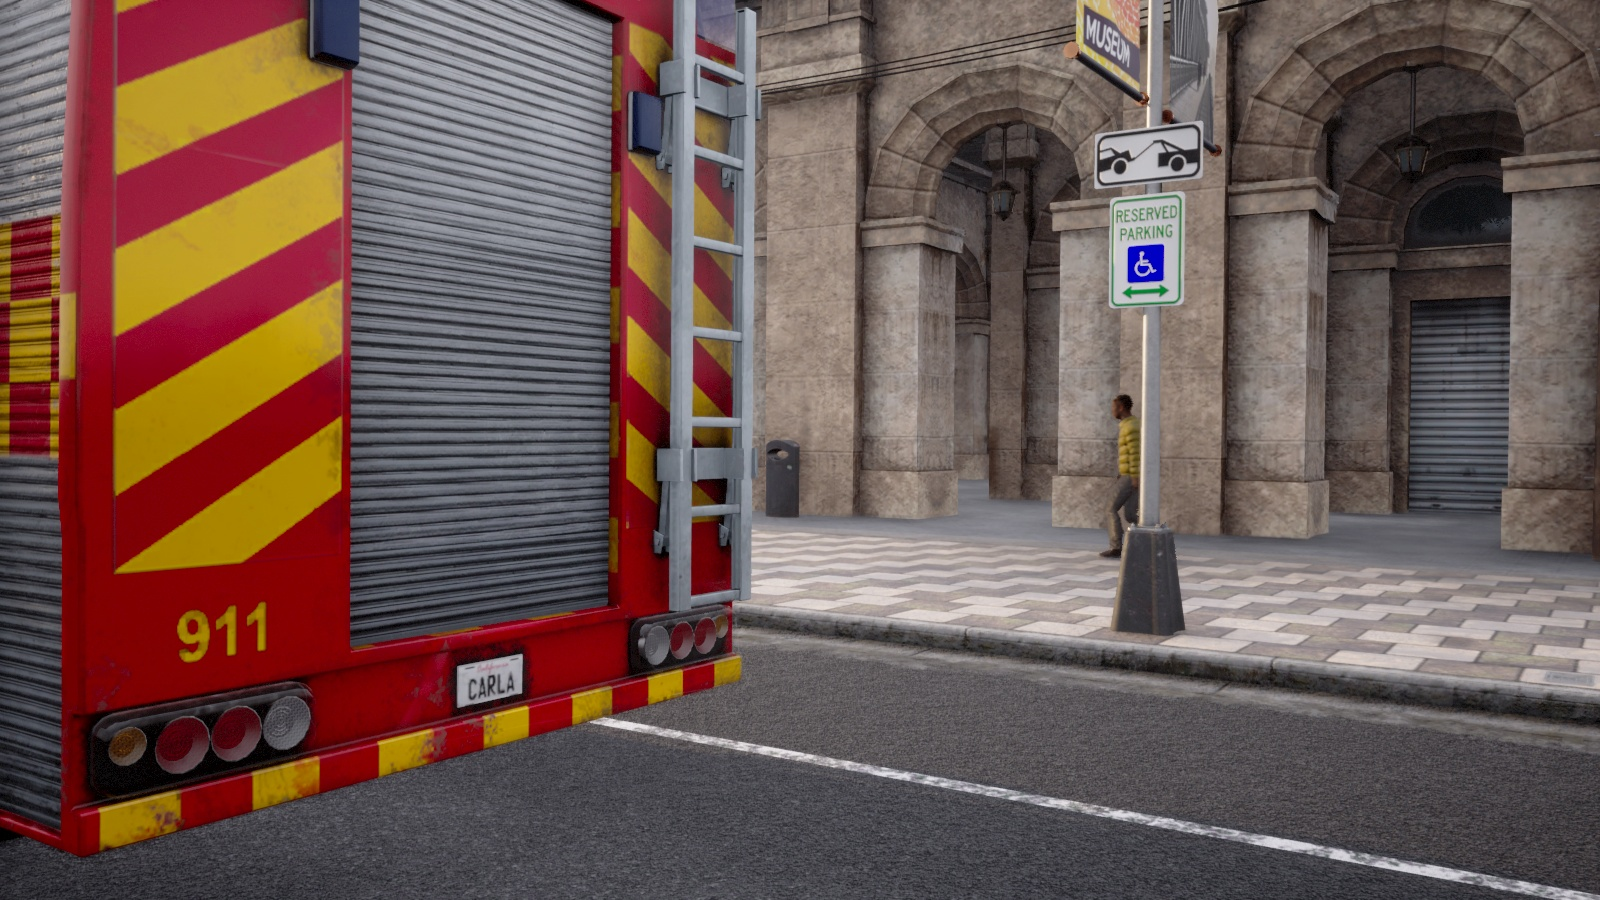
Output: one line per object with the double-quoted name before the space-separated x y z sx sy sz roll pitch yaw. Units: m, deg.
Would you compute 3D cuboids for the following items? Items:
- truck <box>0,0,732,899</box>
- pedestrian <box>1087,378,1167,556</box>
"truck" -4.646 -0.483 6.693 8.468 3.827 2.891 0 1 34
"pedestrian" 3.470 0.174 13.339 0.709 1.840 0.431 0 1 33
